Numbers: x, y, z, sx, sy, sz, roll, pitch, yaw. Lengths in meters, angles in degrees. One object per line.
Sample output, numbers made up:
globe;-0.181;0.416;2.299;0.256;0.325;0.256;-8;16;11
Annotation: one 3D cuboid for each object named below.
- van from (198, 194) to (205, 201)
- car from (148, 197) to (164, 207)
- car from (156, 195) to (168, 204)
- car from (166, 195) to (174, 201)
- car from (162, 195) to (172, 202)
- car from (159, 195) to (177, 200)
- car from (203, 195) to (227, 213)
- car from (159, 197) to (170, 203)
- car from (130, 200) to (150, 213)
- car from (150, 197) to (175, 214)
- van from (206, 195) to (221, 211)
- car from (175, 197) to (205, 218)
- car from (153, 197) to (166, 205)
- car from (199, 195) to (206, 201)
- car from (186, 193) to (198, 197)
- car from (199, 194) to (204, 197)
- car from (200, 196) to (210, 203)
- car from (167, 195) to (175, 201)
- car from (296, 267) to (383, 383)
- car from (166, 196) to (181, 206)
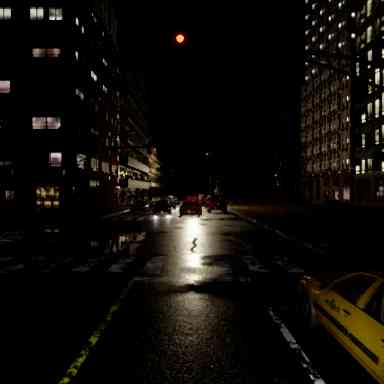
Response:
van;2.672;1.438;91.648;1.690;1.788;3.998;0;0;0
car;-5.701;1.580;52.961;2.008;1.369;4.403;0;0;0
car;-5.704;1.486;64.014;1.967;1.590;4.097;0;0;0
car;-5.706;1.610;85.951;1.752;1.417;4.829;0;0;0
car;-5.705;1.504;75.068;1.967;1.590;4.097;0;0;0
car;-3.095;1.567;45.418;2.033;1.411;5.357;0;0;0
car;2.680;1.326;36.383;2.192;1.841;5.009;0;0;0
car;-5.704;1.637;69.541;1.802;1.307;4.206;0;0;0
car;-5.698;1.562;36.381;2.008;1.369;4.403;0;0;0
car;-3.127;1.558;35.290;2.033;1.411;5.357;0;0;-4
van;2.679;1.357;41.908;1.690;1.788;3.998;0;0;0
car;-0.089;1.485;30.646;1.882;1.535;5.008;0;0;4
car;-5.702;1.582;58.487;1.887;1.381;4.507;0;0;0
car;2.674;1.611;86.292;1.752;1.417;4.829;0;0;0
car;-0.010;1.270;65.188;2.150;2.045;5.566;0;0;0
car;2.677;1.352;58.488;2.192;1.841;5.009;0;0;0
car;2.676;1.600;69.542;1.887;1.381;4.507;0;0;0
car;-5.707;1.642;91.647;1.887;1.381;4.507;0;0;0
car;2.686;1.525;4.140;1.752;1.417;4.829;0;0;0
car;-3.053;1.524;55.611;2.128;1.511;4.902;0;0;0
